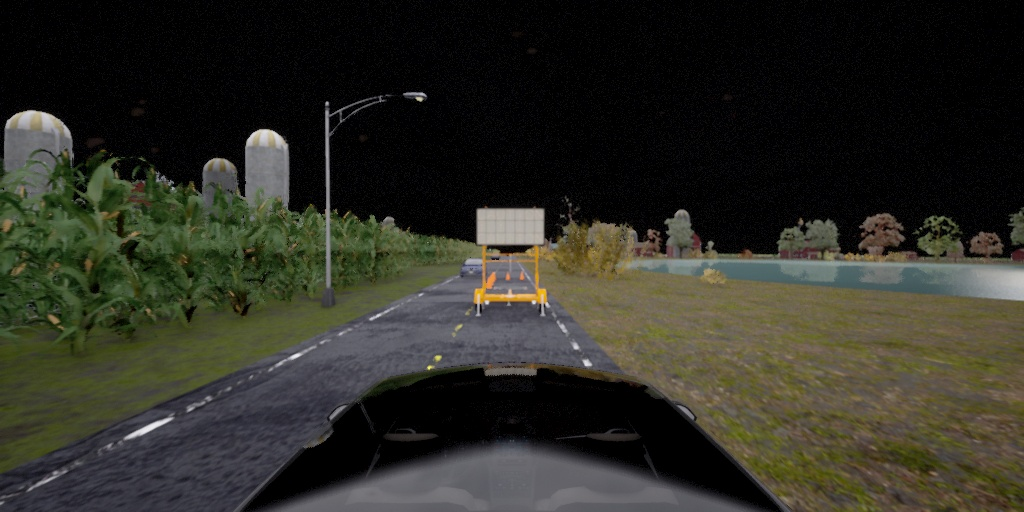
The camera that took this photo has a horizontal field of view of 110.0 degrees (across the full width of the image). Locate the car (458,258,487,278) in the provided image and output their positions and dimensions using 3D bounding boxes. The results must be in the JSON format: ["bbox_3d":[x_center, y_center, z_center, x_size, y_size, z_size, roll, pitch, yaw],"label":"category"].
[{"bbox_3d":[-2.978,0.898,28.476,1.812,1.442,4.674,0,1,0],"label":"car"}]

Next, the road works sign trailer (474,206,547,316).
[{"bbox_3d":[-0.052,0.056,12.518,2.380,3.560,2.880,0,0,0],"label":"road works sign trailer"}]
